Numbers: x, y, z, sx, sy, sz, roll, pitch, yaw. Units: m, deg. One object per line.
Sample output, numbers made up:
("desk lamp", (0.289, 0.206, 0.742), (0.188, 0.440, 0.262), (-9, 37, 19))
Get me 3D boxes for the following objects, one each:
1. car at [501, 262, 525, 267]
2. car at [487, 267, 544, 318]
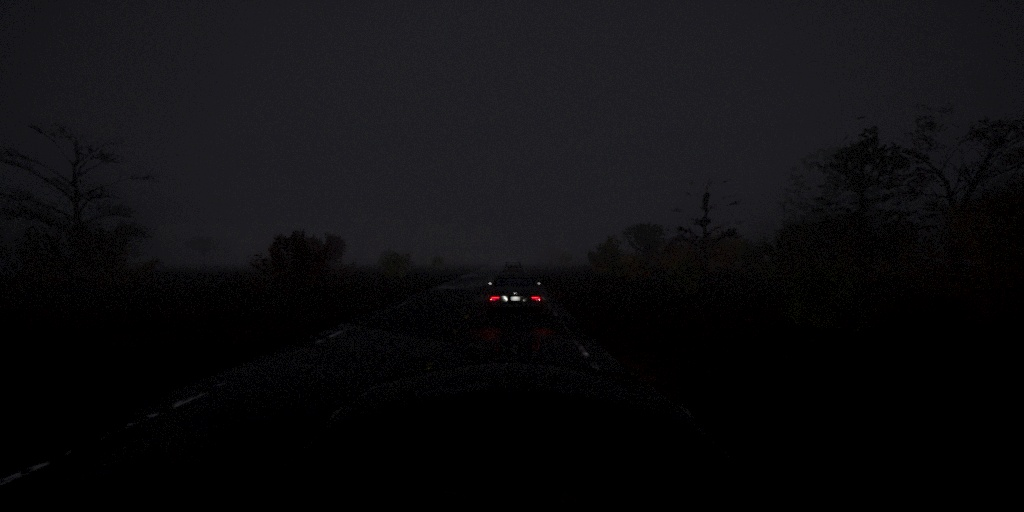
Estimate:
("car", (0.098, 1.240, 31.651), (2.128, 1.511, 4.902), (0, 0, 0))
("car", (0.097, 1.297, 13.017), (2.033, 1.411, 5.357), (0, 0, 0))
